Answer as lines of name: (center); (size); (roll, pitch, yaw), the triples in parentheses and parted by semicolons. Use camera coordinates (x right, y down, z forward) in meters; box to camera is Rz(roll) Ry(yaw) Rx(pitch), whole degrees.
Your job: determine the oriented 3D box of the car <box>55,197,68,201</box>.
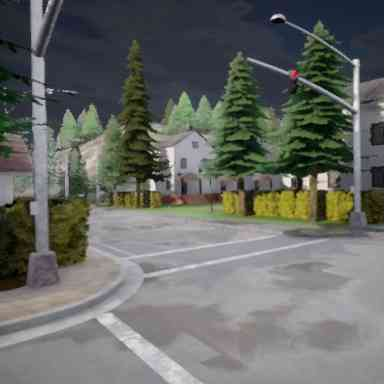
car: (-16.653, 1.428, 42.028); (2.128, 1.511, 4.902); (-2, 1, -31)
